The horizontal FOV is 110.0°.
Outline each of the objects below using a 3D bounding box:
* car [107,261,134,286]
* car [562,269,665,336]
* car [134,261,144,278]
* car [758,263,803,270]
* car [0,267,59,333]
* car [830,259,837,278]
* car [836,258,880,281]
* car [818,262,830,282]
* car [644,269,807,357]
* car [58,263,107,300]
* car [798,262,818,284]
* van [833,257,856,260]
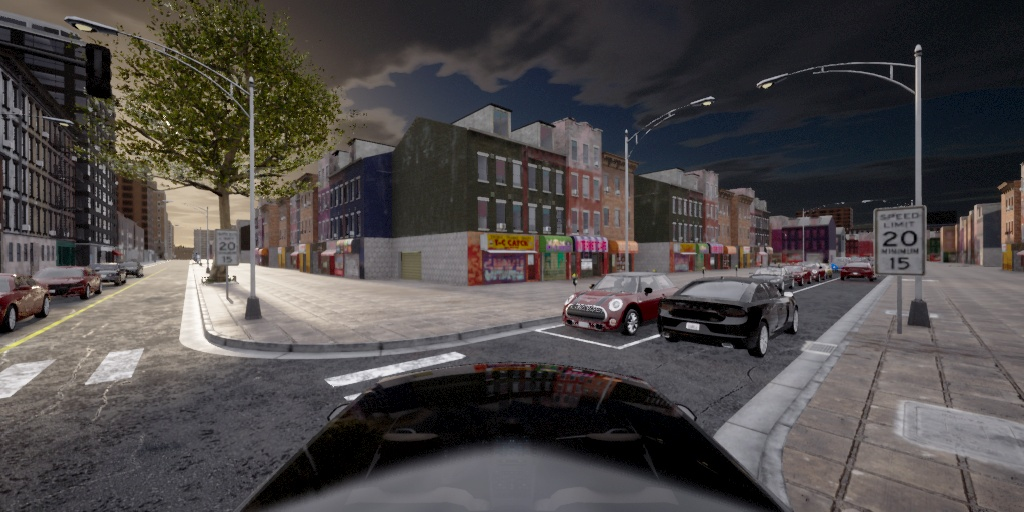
[{"bbox_3d":[-27.948,1.234,24.557,2.128,1.511,4.902,0,0,-42],"label":"car"},{"bbox_3d":[3.277,1.194,10.344,4.097,1.591,1.967,0,0,-42],"label":"car"},{"bbox_3d":[-35.635,1.240,33.215,1.837,1.490,4.892,0,1,-41],"label":"car"},{"bbox_3d":[15.389,1.292,21.254,4.403,1.370,2.007,0,0,-42],"label":"car"},{"bbox_3d":[-14.921,1.235,10.016,1.882,1.535,5.008,0,0,-42],"label":"car"},{"bbox_3d":[27.375,1.258,32.051,4.829,1.417,1.751,0,0,-42],"label":"car"},{"bbox_3d":[28.474,1.207,29.420,5.008,1.535,1.882,0,0,-41],"label":"car"},{"bbox_3d":[23.464,1.175,28.527,4.097,1.591,1.967,0,0,-42],"label":"car"},{"bbox_3d":[5.390,1.228,8.698,5.008,1.535,1.882,0,0,-42],"label":"car"},{"bbox_3d":[-21.258,1.226,17.079,1.882,1.535,5.008,0,0,-42],"label":"car"},{"bbox_3d":[19.426,1.283,24.891,4.507,1.381,1.888,0,0,-42],"label":"car"},{"bbox_3d":[39.613,1.070,43.075,3.998,1.789,1.690,0,0,-42],"label":"van"}]
